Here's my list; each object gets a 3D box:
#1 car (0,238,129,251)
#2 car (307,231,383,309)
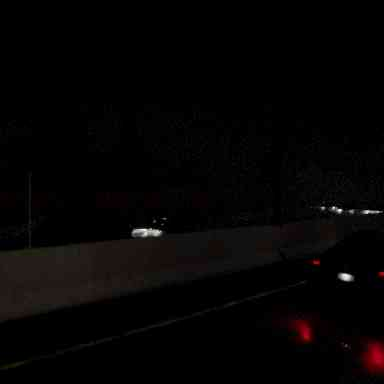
[{"bbox_3d":[-4.146,1.512,9.857,5.008,1.535,1.882,0,0,-38],"label":"car"},{"bbox_3d":[4.445,1.585,7.582,4.181,1.385,1.994,0,0,-40],"label":"car"}]
